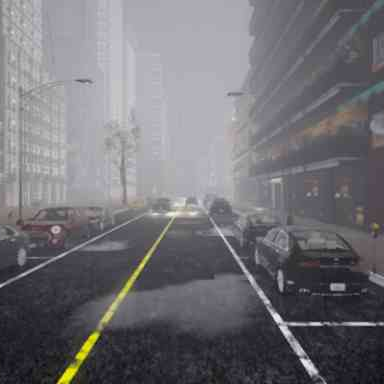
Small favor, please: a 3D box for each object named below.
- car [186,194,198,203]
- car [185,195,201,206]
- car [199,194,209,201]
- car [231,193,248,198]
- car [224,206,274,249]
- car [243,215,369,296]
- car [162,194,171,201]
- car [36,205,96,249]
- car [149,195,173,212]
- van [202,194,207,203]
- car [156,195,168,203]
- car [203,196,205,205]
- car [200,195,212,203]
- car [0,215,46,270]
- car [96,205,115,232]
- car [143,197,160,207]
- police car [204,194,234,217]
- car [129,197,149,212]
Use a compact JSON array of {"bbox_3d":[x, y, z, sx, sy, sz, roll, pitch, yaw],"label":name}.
[{"bbox_3d":[-0.004,1.229,63.478,2.128,1.511,4.902,0,0,0],"label":"car"},{"bbox_3d":[0.001,1.317,49.151,1.812,1.442,4.674,0,0,0],"label":"car"},{"bbox_3d":[2.682,1.250,74.710,2.008,1.369,4.403,0,0,0],"label":"car"},{"bbox_3d":[13.417,0.982,94.117,4.403,1.369,2.008,-1,1,-1],"label":"car"},{"bbox_3d":[2.688,1.487,13.852,2.008,1.369,4.403,0,0,0],"label":"car"},{"bbox_3d":[2.689,1.512,8.319,2.008,1.369,4.403,0,0,0],"label":"car"},{"bbox_3d":[-5.698,1.244,74.710,1.887,1.381,4.507,0,0,0],"label":"car"},{"bbox_3d":[-5.692,1.376,13.851,1.967,1.590,4.097,0,0,0],"label":"car"},{"bbox_3d":[-3.095,1.320,35.666,1.882,1.535,5.008,0,0,0],"label":"car"},{"bbox_3d":[2.685,1.140,47.046,1.690,1.788,3.998,0,0,0],"label":"van"},{"bbox_3d":[-5.697,1.263,63.474,1.752,1.417,4.829,0,0,0],"label":"car"},{"bbox_3d":[2.685,1.402,41.515,1.802,1.307,4.206,0,0,0],"label":"car"},{"bbox_3d":[2.683,1.288,63.645,2.008,1.369,4.403,0,0,0],"label":"car"},{"bbox_3d":[-5.692,1.512,8.319,2.008,1.369,4.403,0,0,0],"label":"car"},{"bbox_3d":[-5.693,1.462,19.383,2.008,1.369,4.403,0,0,0],"label":"car"},{"bbox_3d":[-5.696,1.381,47.047,1.802,1.307,4.206,0,0,0],"label":"car"},{"bbox_3d":[2.363,1.294,29.228,1.930,1.638,5.238,0,0,0],"label":"police car"},{"bbox_3d":[-5.694,1.367,35.811,1.752,1.417,4.829,0,0,0],"label":"car"}]
